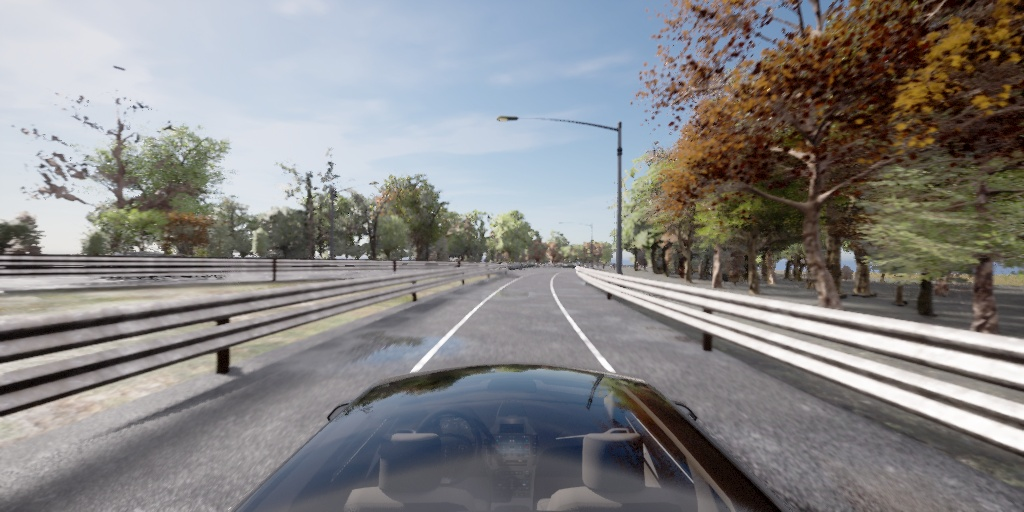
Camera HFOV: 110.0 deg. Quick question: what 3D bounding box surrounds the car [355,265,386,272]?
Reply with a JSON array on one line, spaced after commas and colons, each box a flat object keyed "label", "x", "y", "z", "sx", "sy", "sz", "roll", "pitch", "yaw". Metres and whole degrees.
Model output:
[{"label": "car", "x": -17.516, "y": 1.262, "z": 44.576, "sx": 1.994, "sy": 1.385, "sz": 4.181, "roll": 0, "pitch": -1, "yaw": 24}]

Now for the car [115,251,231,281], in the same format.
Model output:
[{"label": "car", "x": -20.164, "y": 0.683, "z": 21.931, "sx": 1.882, "sy": 1.535, "sz": 5.008, "roll": 0, "pitch": -1, "yaw": 25}]

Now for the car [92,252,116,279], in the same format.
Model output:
[{"label": "car", "x": -23.361, "y": 0.548, "z": 23.354, "sx": 2.097, "sy": 1.767, "sz": 4.553, "roll": 0, "pitch": -1, "yaw": 25}]

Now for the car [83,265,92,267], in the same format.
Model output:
[{"label": "car", "x": -26.515, "y": 0.761, "z": 24.874, "sx": 1.994, "sy": 1.385, "sz": 4.181, "roll": 0, "pitch": -1, "yaw": 25}]
